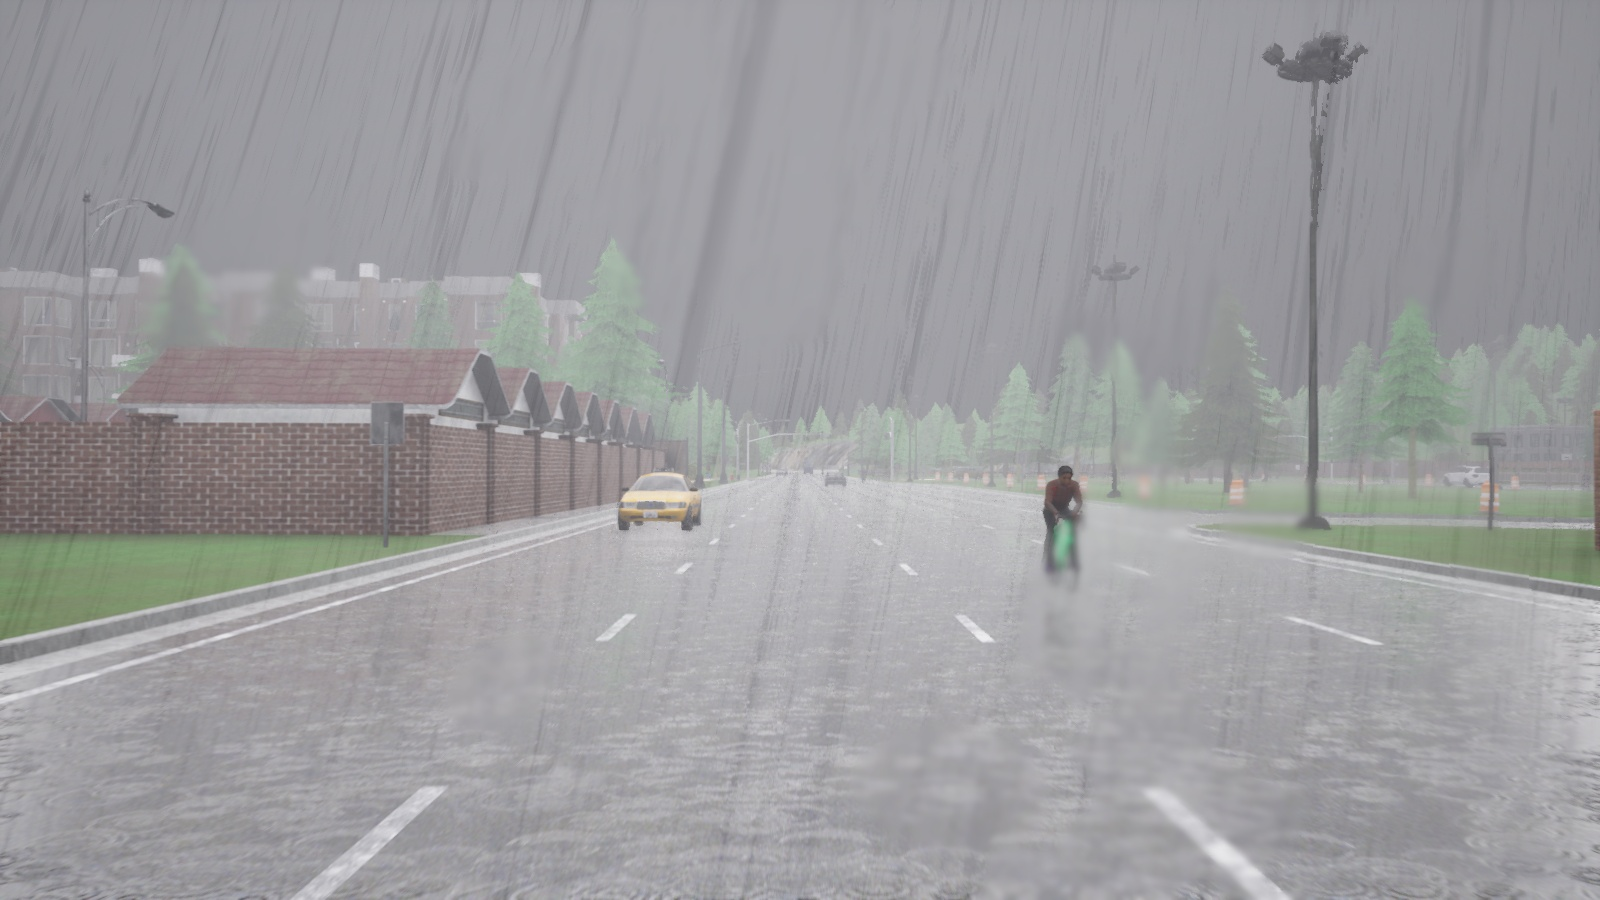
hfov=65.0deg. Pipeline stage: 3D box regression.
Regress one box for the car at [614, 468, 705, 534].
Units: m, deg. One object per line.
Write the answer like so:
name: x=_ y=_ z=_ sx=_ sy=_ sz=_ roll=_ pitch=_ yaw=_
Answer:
car: x=-3.587 y=1.261 z=32.917 sx=1.801 sy=1.575 sz=5.366 roll=0 pitch=-1 yaw=0

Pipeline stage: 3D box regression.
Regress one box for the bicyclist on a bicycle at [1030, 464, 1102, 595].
bicyclist on a bicycle: x=3.456 y=0.999 z=16.444 sx=0.582 sy=1.620 sz=1.656 roll=0 pitch=-1 yaw=0
